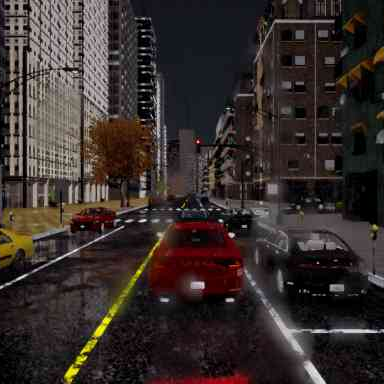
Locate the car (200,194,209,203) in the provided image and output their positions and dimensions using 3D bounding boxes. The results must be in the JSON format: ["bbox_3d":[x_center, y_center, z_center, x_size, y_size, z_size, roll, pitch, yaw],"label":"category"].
[{"bbox_3d":[2.816,1.630,73.917,1.947,1.339,4.313,0,0,0],"label":"car"}]

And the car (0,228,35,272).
[{"bbox_3d":[-5.677,1.526,8.217,1.752,1.417,4.829,0,0,0],"label":"car"}]

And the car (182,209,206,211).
[{"bbox_3d":[0.118,1.605,18.369,1.895,1.301,4.718,0,0,0],"label":"car"}]

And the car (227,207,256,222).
[{"bbox_3d":[2.722,1.555,19.438,2.008,1.369,4.403,0,0,0],"label":"car"}]

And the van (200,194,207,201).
[{"bbox_3d":[2.835,1.425,84.964,1.690,1.788,3.998,0,0,0],"label":"van"}]

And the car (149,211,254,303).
[{"bbox_3d":[0.105,1.478,8.278,1.882,1.535,5.008,0,0,0],"label":"car"}]

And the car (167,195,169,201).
[{"bbox_3d":[-5.593,1.607,57.363,1.947,1.339,4.313,0,0,0],"label":"car"}]

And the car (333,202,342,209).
[{"bbox_3d":[18.889,1.259,38.870,4.829,1.417,1.752,-1,1,0],"label":"car"}]

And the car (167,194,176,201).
[{"bbox_3d":[-5.537,1.410,90.500,2.192,1.841,5.009,0,0,0],"label":"car"}]

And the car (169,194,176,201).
[{"bbox_3d":[-5.546,1.650,84.978,1.947,1.339,4.313,0,0,0],"label":"car"}]

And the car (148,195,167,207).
[{"bbox_3d":[-5.603,1.349,51.841,2.192,1.841,5.009,0,0,0],"label":"car"}]

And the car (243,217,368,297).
[{"bbox_3d":[2.703,1.552,8.372,2.008,1.369,4.403,0,0,0],"label":"car"}]

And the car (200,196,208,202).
[{"bbox_3d":[2.826,1.599,79.610,1.752,1.417,4.829,0,0,0],"label":"car"}]

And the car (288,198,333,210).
[{"bbox_3d":[13.492,1.359,38.825,4.403,1.369,2.008,-1,1,0],"label":"car"}]

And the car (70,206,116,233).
[{"bbox_3d":[-5.658,1.549,19.452,1.887,1.381,4.507,0,0,0],"label":"car"}]
